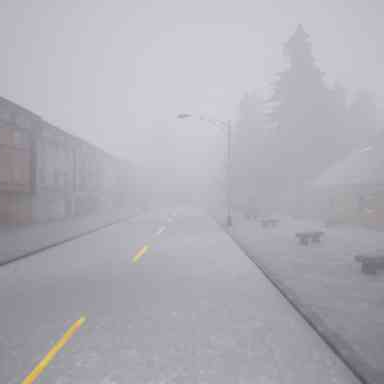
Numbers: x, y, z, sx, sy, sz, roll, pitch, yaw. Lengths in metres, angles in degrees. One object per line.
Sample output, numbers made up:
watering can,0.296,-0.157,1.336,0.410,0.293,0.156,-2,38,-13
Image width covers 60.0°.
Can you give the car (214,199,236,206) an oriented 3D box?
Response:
car,7.145,2.399,72.488,4.892,1.490,1.837,0,-1,-6
